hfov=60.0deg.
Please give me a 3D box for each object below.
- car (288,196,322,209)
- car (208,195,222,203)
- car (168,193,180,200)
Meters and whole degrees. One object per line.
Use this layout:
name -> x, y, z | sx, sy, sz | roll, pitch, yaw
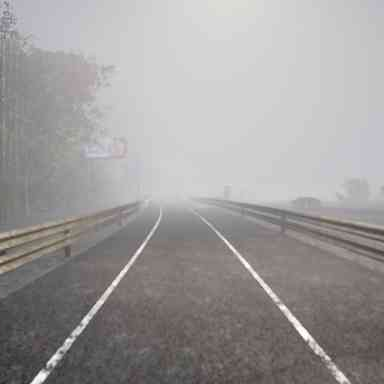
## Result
car -> 14.356, 1.325, 42.496 | 1.837, 1.490, 4.892 | 0, 0, -21
car -> 4.507, 1.409, 68.708 | 1.837, 1.490, 4.892 | 0, 0, -21
car -> -5.015, 1.206, 94.039 | 2.150, 2.045, 5.566 | 0, 0, -21
